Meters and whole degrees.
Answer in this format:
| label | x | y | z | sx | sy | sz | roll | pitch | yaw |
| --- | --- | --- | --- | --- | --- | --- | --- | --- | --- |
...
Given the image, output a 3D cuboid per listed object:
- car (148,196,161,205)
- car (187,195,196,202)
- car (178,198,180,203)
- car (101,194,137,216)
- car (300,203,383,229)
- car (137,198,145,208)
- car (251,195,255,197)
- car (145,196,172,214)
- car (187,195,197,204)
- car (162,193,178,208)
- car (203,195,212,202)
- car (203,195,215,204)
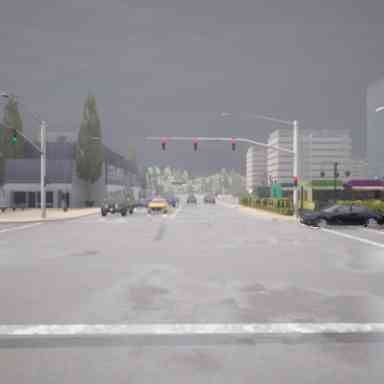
| label | x | y | z | sx | sy | sz | roll | pitch | yaw |
| --- | --- | --- | --- | --- | --- | --- | --- | --- | --- |
| car | -7.102 | 1.498 | 62.814 | 1.882 | 1.535 | 5.008 | 0 | 0 | 0 |
| car | -0.065 | 1.396 | 74.143 | 1.837 | 1.490 | 4.892 | 0 | 0 | 0 |
| car | -3.566 | 1.586 | 67.668 | 1.994 | 1.385 | 4.181 | 0 | 0 | 0 |
| car | -7.148 | 1.232 | 32.371 | 2.150 | 2.045 | 5.566 | 0 | 0 | 1 |
| car | 9.433 | 1.484 | 21.075 | 5.008 | 1.535 | 1.882 | 0 | 0 | -1 |
| car | -7.130 | 1.579 | 46.898 | 1.994 | 1.385 | 4.181 | 0 | 0 | 0 |
| car | 17.692 | 1.181 | 87.053 | 4.605 | 1.855 | 1.932 | 0 | 0 | -2 |
| car | -3.623 | 1.489 | 36.302 | 1.882 | 1.535 | 5.008 | 0 | 0 | 0 |
| car | -0.056 | 1.512 | 63.870 | 2.128 | 1.511 | 4.902 | 0 | 0 | 0 |
| car | -3.630 | 1.239 | 50.131 | 2.150 | 2.045 | 5.566 | 0 | 0 | 0 |
| car | 3.435 | 1.421 | 74.148 | 1.812 | 1.442 | 4.674 | 0 | 0 | 0 |
| car | 3.444 | 1.512 | 63.873 | 2.128 | 1.511 | 4.902 | 0 | 0 | 0 |
